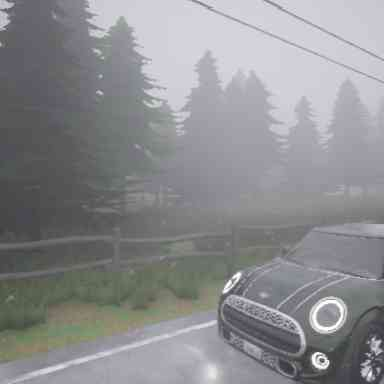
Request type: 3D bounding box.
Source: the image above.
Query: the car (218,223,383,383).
[{"bbox_3d":[2.600,1.344,5.348,4.553,1.767,2.097,0,0,-34],"label":"car"}]
